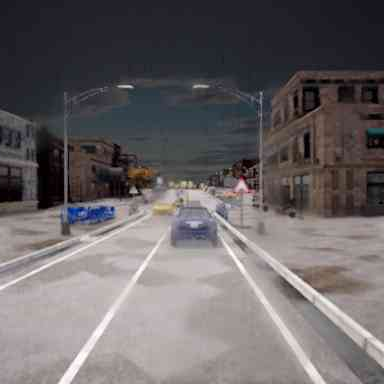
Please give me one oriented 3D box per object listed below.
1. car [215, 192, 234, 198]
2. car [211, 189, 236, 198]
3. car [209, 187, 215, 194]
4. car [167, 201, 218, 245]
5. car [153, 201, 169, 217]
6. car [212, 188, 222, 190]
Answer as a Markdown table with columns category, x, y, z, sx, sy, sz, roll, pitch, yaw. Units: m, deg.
| category | x | y | z | sx | sy | sz | roll | pitch | yaw |
| --- | --- | --- | --- | --- | --- | --- | --- | --- | --- |
| car | 8.188 | 0.683 | 84.935 | 4.674 | 1.452 | 2.002 | 0 | 2 | -1 |
| car | 8.031 | 0.741 | 82.175 | 5.366 | 1.575 | 1.946 | 0 | 2 | -1 |
| car | 8.151 | 0.200 | 90.432 | 5.566 | 2.045 | 2.435 | 0 | 2 | -1 |
| car | 0.100 | 1.478 | 16.348 | 2.097 | 1.767 | 4.553 | 0 | -1 | 0 |
| car | -3.004 | 1.720 | 35.364 | 1.882 | 1.535 | 5.008 | 0 | 0 | 0 |
| car | 8.121 | 0.420 | 87.682 | 4.553 | 1.767 | 2.185 | 0 | 2 | -1 |
